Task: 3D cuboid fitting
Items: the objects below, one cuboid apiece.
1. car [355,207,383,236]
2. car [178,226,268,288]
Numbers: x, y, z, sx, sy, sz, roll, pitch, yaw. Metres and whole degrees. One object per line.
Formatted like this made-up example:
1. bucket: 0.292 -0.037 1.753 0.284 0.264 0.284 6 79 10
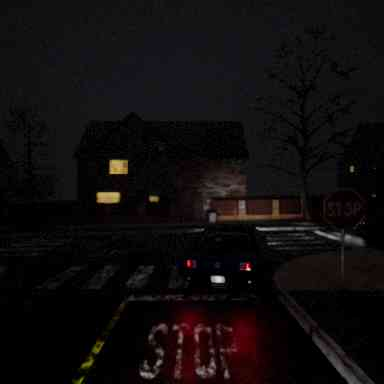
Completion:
1. car: 10.431 1.282 16.340 5.357 1.411 2.033 -1 1 -1
2. car: 1.139 1.618 9.475 1.895 1.301 4.718 0 0 15
